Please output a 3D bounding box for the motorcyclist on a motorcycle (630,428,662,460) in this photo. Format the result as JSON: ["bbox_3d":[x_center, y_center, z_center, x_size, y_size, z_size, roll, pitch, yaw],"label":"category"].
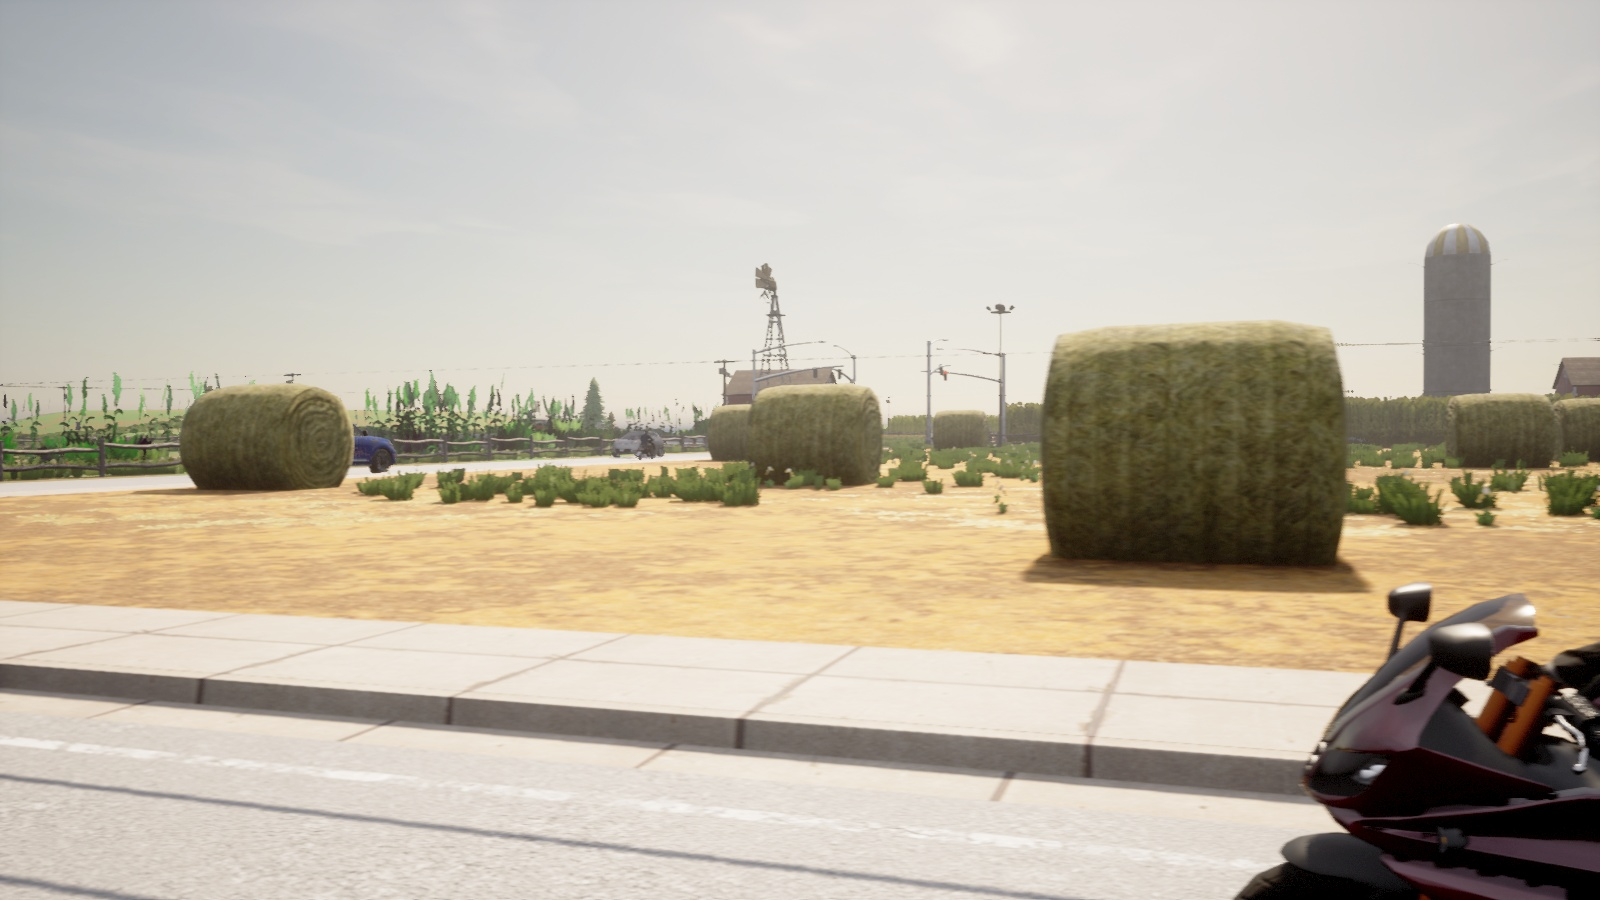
[{"bbox_3d":[-7.877,-0.317,64.484,0.866,1.590,1.817,1,1,21],"label":"motorcyclist on a motorcycle"}]

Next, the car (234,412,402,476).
[{"bbox_3d":[-16.323,-0.238,42.913,2.150,2.045,5.566,1,1,21],"label":"car"}]

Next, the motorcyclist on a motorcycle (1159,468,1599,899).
[{"bbox_3d":[1.890,0.828,2.558,2.191,1.530,0.866,1,1,19],"label":"motorcyclist on a motorcycle"}]

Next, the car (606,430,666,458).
[{"bbox_3d":[-9.198,-0.361,70.711,1.845,1.501,3.633,1,1,21],"label":"car"}]

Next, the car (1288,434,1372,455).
[{"bbox_3d":[37.663,-0.416,89.400,5.357,1.411,2.033,1,1,18],"label":"car"}]
